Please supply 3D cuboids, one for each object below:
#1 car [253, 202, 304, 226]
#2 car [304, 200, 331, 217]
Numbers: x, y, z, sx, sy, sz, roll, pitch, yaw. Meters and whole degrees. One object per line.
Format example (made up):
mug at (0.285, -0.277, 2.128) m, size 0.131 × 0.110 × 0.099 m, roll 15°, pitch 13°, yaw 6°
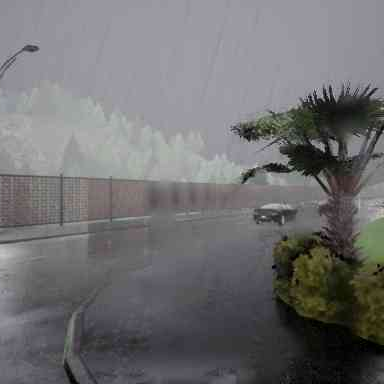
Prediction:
car at (6.142, 1.477, 23.835) m, size 1.882 × 1.535 × 5.008 m, roll 0°, pitch 0°, yaw 36°
car at (11.938, 1.491, 31.903) m, size 2.128 × 1.511 × 4.902 m, roll 0°, pitch 0°, yaw 35°
